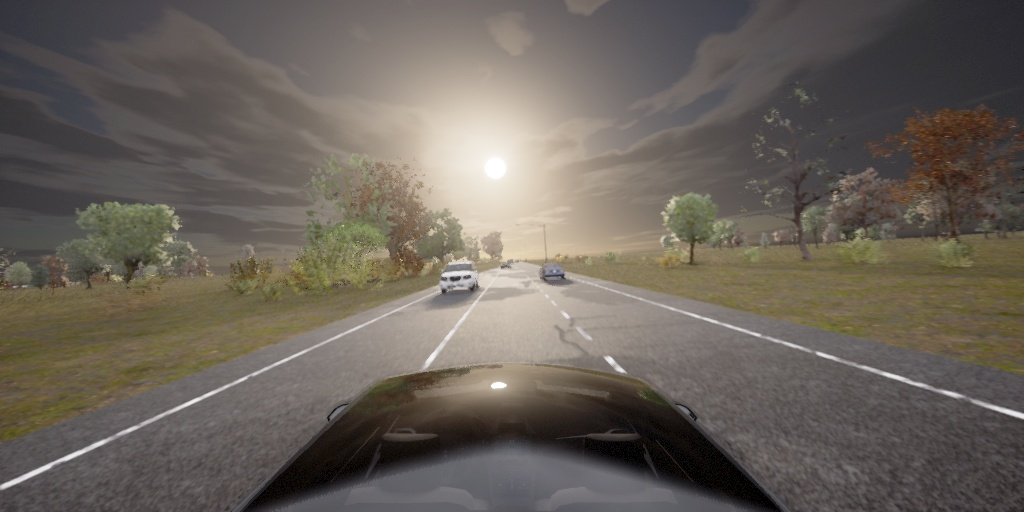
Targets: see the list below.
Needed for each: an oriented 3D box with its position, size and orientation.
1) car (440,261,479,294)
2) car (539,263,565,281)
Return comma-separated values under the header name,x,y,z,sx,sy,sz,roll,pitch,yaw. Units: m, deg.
name,x,y,z,sx,sy,sz,roll,pitch,yaw
car,-3.574,1.400,25.107,2.150,2.045,5.566,-4,0,0
car,3.410,1.318,31.259,2.033,1.411,5.357,-4,0,0
